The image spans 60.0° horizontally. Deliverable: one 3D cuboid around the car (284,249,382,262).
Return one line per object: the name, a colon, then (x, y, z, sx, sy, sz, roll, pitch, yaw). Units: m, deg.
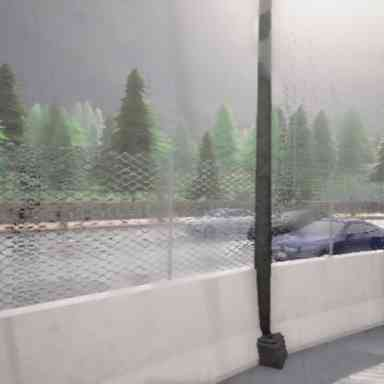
car: (4.657, 1.574, 10.793, 4.674, 1.442, 1.812, 1, 0, -30)
